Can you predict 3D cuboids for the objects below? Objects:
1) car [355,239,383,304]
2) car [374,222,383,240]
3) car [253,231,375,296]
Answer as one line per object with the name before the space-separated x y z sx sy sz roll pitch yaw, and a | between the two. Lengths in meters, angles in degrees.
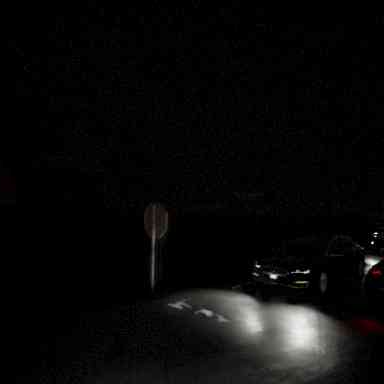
car | 6.027 2.039 8.512 1.994 1.385 4.181 -2 -4 45
car | 11.815 2.292 18.429 2.150 2.045 5.566 -2 -4 45
car | 3.803 2.045 10.321 1.837 1.490 4.892 -2 -4 44
